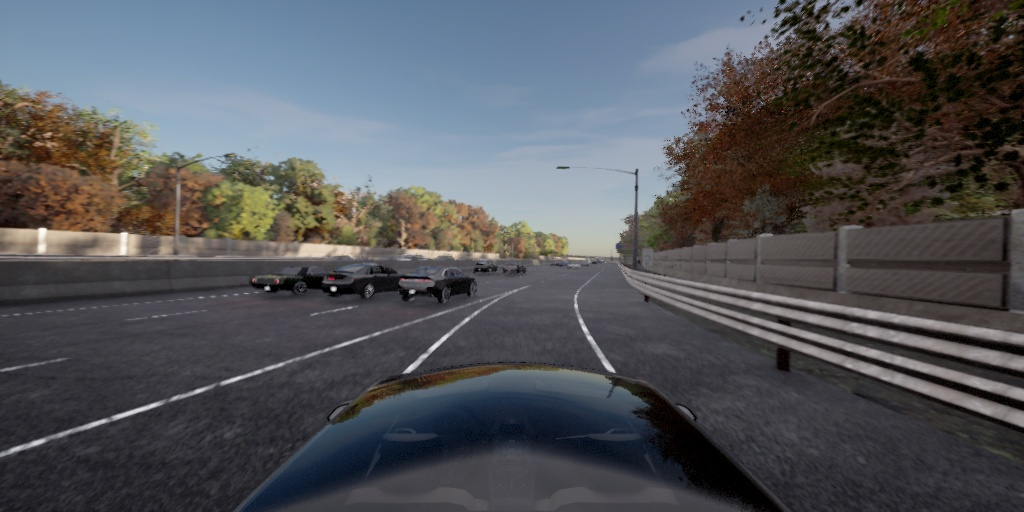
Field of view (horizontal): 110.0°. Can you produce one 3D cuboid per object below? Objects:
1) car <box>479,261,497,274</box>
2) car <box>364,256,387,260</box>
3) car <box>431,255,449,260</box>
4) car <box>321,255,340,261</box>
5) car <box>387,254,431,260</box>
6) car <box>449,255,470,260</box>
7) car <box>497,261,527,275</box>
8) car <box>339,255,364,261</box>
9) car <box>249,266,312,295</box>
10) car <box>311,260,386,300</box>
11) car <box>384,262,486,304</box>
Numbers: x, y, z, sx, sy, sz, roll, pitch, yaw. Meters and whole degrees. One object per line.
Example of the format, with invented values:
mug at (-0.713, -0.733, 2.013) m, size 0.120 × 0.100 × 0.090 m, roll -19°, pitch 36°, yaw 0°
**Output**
car at (-2.957, 1.299, 42.163) m, size 1.837 × 1.490 × 4.892 m, roll 1°, pitch 0°, yaw 16°
car at (-16.367, 0.845, 46.352) m, size 2.097 × 1.767 × 4.553 m, roll 1°, pitch 0°, yaw 16°
car at (-11.869, 0.886, 61.968) m, size 2.150 × 2.045 × 5.566 m, roll 1°, pitch 0°, yaw 16°
car at (-23.257, 0.688, 47.686) m, size 2.097 × 1.767 × 4.553 m, roll 1°, pitch 0°, yaw 17°
car at (-12.945, 0.791, 45.578) m, size 2.150 × 2.045 × 5.566 m, roll 1°, pitch 0°, yaw 16°
car at (-8.433, 1.097, 61.288) m, size 2.097 × 1.767 × 4.553 m, roll 1°, pitch 0°, yaw 16°
car at (0.353, 1.358, 41.010) m, size 2.128 × 1.511 × 4.902 m, roll 1°, pitch 0°, yaw 16°
car at (-19.743, 0.908, 47.261) m, size 2.128 × 1.511 × 4.902 m, roll 1°, pitch 0°, yaw 17°
car at (-9.945, 1.123, 17.574) m, size 1.895 × 1.301 × 4.718 m, roll 1°, pitch 0°, yaw 16°
car at (-6.532, 1.109, 16.762) m, size 1.837 × 1.490 × 4.892 m, roll 1°, pitch 0°, yaw 16°
car at (-3.126, 1.171, 15.914) m, size 2.128 × 1.511 × 4.902 m, roll 1°, pitch 0°, yaw 16°
